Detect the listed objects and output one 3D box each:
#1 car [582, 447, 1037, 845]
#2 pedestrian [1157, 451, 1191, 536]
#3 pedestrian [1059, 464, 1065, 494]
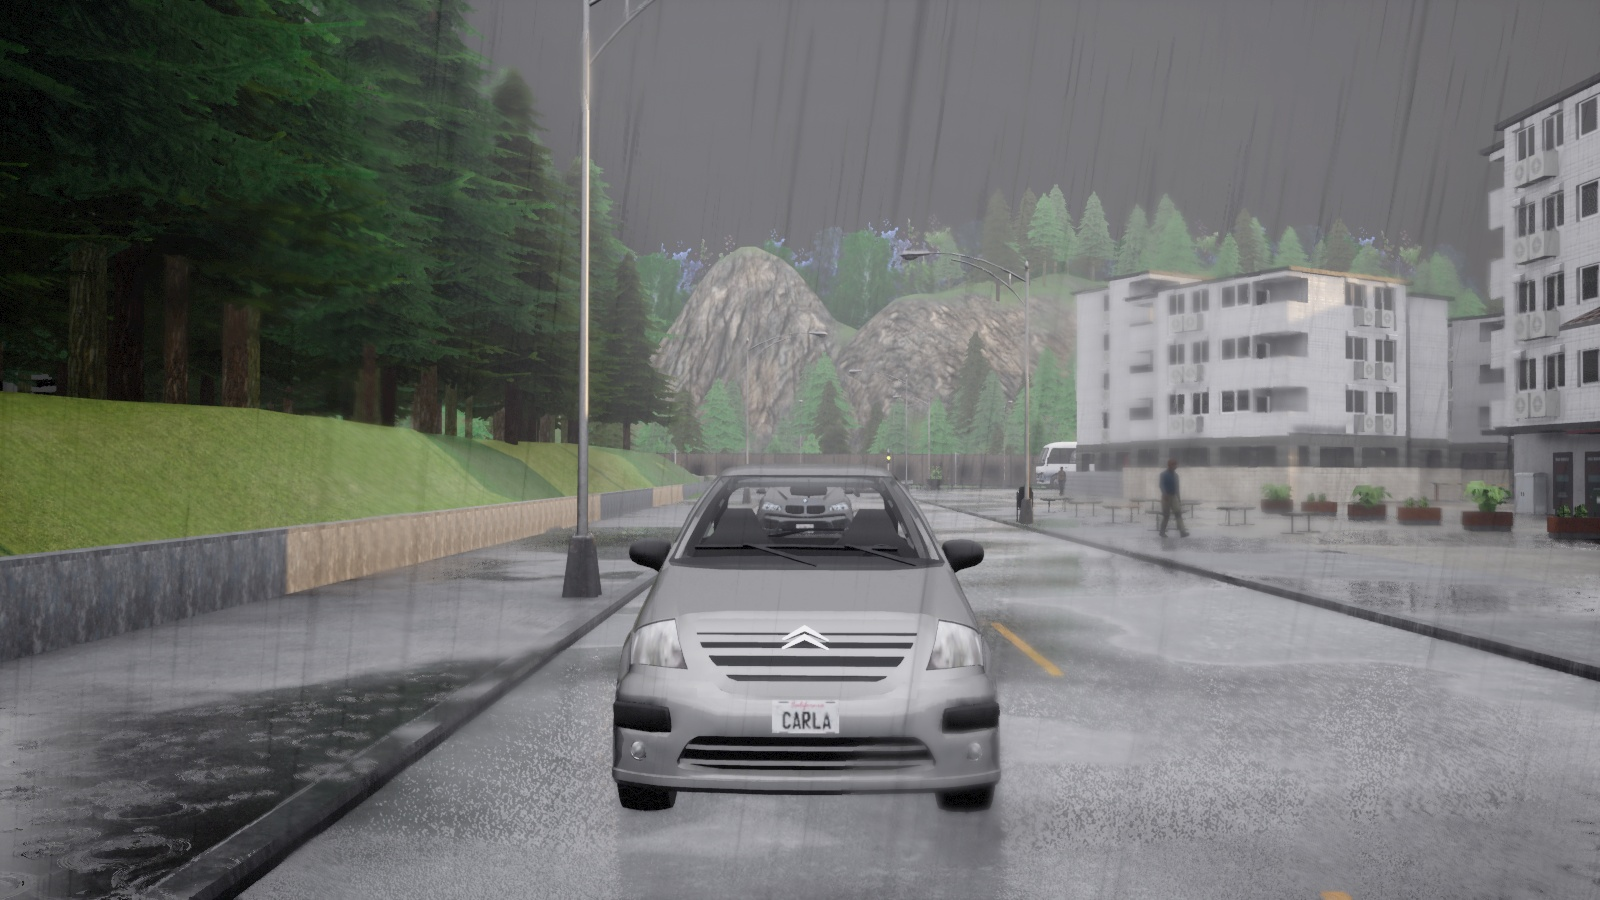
[{"bbox_3d":[0.044,0.832,7.120,1.851,1.617,3.988,0,-1,0],"label":"car"},{"bbox_3d":[8.228,0.955,27.661,0.370,1.835,0.726,0,-1,-17],"label":"pedestrian"},{"bbox_3d":[15.887,1.735,76.077,0.328,1.805,0.869,0,-1,9],"label":"pedestrian"}]
